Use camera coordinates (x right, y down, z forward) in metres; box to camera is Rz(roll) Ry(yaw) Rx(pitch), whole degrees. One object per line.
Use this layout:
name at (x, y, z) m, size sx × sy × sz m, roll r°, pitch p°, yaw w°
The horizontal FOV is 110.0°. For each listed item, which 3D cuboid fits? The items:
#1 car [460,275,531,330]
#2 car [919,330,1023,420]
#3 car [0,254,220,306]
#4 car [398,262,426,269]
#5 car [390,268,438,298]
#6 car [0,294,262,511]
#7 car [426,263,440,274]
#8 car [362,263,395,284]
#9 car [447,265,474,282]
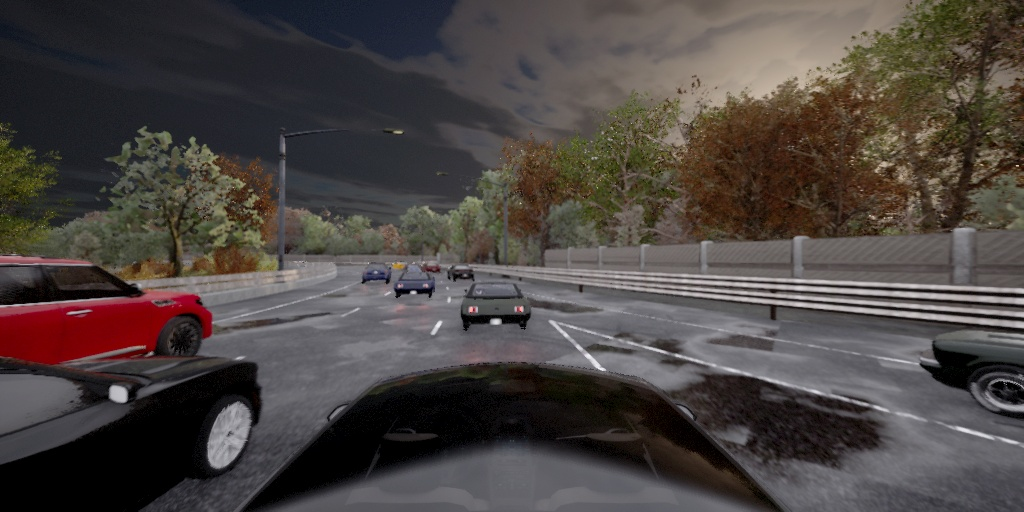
car at (-0.606, 1.452, 11.601) m, size 1.895 × 1.301 × 4.718 m, roll 0°, pitch -1°, yaw -5°
car at (7.796, 1.390, 3.673) m, size 1.895 × 1.301 × 4.718 m, roll 0°, pitch -1°, yaw -32°
car at (-7.075, 0.990, 4.859) m, size 2.150 × 2.045 × 5.566 m, roll 0°, pitch -1°, yaw -2°
car at (-12.134, 1.693, 43.136) m, size 2.033 × 1.411 × 5.357 m, roll 0°, pitch -1°, yaw -23°
car at (-5.263, 1.525, 19.856) m, size 1.895 × 1.301 × 4.718 m, roll 0°, pitch -1°, yaw -10°
car at (-3.516, 1.222, 1.701) m, size 1.882 × 1.535 × 5.008 m, roll 0°, pitch -1°, yaw -1°
car at (-11.436, 1.694, 49.941) m, size 1.882 × 1.535 × 5.008 m, roll 1°, pitch -1°, yaw -25°
car at (-11.520, 1.375, 30.850) m, size 2.097 × 1.767 × 4.553 m, roll 0°, pitch -1°, yaw -16°
car at (-4.826, 1.539, 33.231) m, size 1.882 × 1.535 × 5.008 m, roll 0°, pitch -1°, yaw -18°
